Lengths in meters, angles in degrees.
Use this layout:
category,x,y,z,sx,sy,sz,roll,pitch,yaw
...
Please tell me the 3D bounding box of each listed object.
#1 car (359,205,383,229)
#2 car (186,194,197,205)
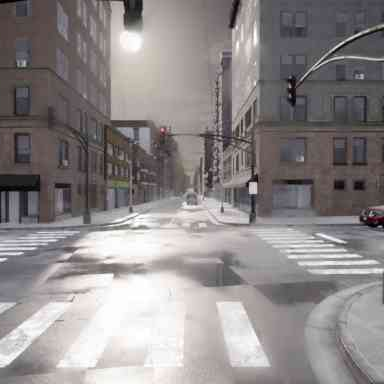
category,x,y,z,sx,sy,sz,roll,pitch,yaw
car,12.053,1.123,18.376,5.009,1.841,2.192,-1,1,0
car,-0.017,1.594,60.021,2.033,1.411,5.357,0,0,0
